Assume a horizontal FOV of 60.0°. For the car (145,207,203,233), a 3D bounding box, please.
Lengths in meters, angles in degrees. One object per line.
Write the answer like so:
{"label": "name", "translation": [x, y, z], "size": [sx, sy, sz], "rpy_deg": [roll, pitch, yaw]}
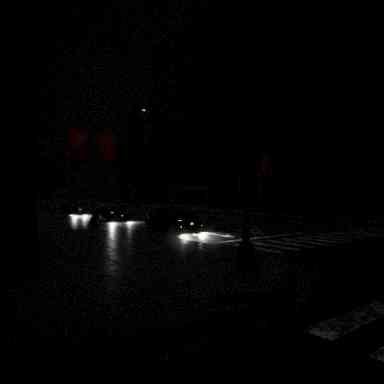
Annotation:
{"label": "car", "translation": [-1.169, 1.619, 20.372], "size": [1.994, 1.385, 4.181], "rpy_deg": [0, 0, -36]}

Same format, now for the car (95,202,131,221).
{"label": "car", "translation": [-6.905, 1.619, 28.359], "size": [1.812, 1.442, 4.674], "rpy_deg": [0, 0, -36]}

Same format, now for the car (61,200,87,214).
{"label": "car", "translation": [-13.240, 1.626, 37.188], "size": [2.128, 1.511, 4.902], "rpy_deg": [0, 0, -36]}
